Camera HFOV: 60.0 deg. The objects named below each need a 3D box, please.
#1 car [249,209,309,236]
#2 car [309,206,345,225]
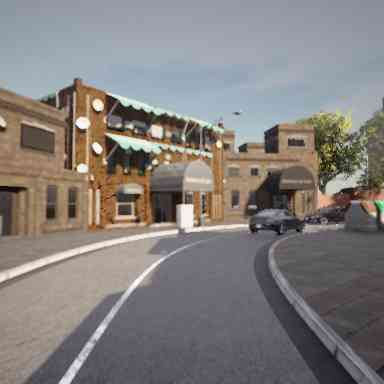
[{"bbox_3d":[5.088,1.750,19.910,1.812,1.442,4.674,-2,-3,39],"label":"car"},{"bbox_3d":[11.689,1.953,28.087,4.892,1.490,1.837,-1,-2,-19],"label":"car"}]
